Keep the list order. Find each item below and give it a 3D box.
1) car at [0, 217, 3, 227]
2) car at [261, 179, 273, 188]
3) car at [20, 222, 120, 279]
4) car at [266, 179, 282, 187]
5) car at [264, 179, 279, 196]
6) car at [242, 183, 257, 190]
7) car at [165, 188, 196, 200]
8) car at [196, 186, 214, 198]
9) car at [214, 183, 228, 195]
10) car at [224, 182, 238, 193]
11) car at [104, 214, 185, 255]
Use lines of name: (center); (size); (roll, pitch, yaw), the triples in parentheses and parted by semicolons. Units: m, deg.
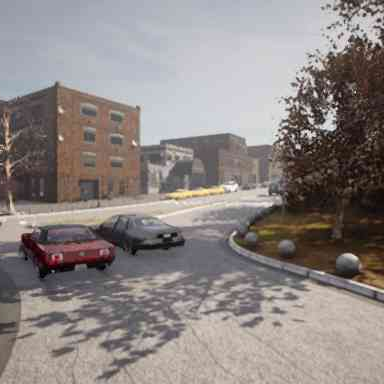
car: (-13.773, 1.668, 20.271); (4.181, 1.385, 1.994); (1, 0, 17)
car: (18.520, -1.844, 82.330); (2.231, 1.521, 4.892); (0, 3, 32)
car: (-4.102, 1.661, 10.423); (1.895, 1.301, 4.718); (0, 0, -34)
car: (21.394, -2.405, 86.981); (2.435, 2.045, 5.566); (0, 3, 32)
car: (13.661, -0.497, 52.080); (2.150, 2.045, 5.566); (0, 3, 33)
car: (12.695, -1.191, 72.918); (2.163, 1.488, 4.792); (0, 3, 32)
car: (-1.966, 0.351, 49.227); (1.946, 1.575, 5.366); (0, 3, 32)
car: (0.943, 0.037, 53.912); (1.946, 1.575, 5.366); (0, 3, 32)
car: (3.844, -0.274, 58.603); (1.946, 1.575, 5.366); (0, 3, 32)
car: (6.889, -0.849, 63.523); (2.435, 2.045, 5.566); (0, 3, 32)
car: (-2.543, 1.622, 13.772); (2.033, 1.411, 5.357); (0, 0, -41)
